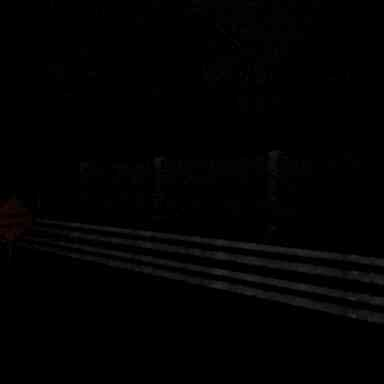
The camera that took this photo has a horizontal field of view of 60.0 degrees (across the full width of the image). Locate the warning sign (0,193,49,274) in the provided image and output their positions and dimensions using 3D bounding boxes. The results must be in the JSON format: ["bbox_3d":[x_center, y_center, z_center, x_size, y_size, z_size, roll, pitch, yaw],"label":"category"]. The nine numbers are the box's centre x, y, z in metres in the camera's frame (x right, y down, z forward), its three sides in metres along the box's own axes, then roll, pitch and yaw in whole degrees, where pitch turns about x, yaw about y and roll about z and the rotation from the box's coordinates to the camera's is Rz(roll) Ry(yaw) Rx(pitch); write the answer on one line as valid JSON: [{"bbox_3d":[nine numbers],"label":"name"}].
[{"bbox_3d":[-4.593,0.972,8.469,1.060,1.860,1.300,3,0,35],"label":"warning sign"}]
